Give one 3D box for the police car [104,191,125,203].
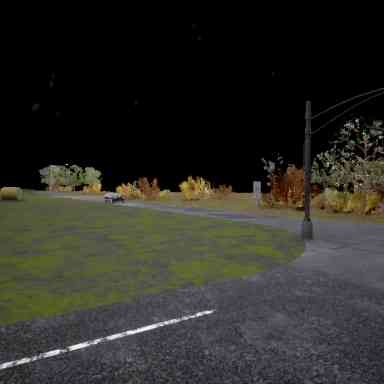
[{"bbox_3d":[-11.604,0.744,49.757,1.930,1.638,5.238,1,0,-32],"label":"police car"}]
